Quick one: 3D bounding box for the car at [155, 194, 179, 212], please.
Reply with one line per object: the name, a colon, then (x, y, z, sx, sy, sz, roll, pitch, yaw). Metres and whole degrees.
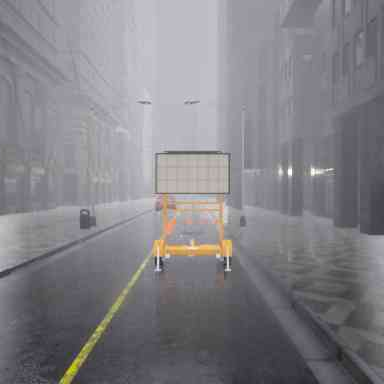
car: (-3.061, 1.257, 39.607, 2.150, 2.045, 5.566, 0, 0, 0)

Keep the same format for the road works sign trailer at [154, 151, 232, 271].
road works sign trailer: (0.024, 0.467, 10.883, 2.380, 3.560, 2.880, 0, 0, 0)

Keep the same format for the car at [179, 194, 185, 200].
car: (-2.903, 1.620, 94.222, 2.033, 1.411, 5.357, 0, 0, 0)
